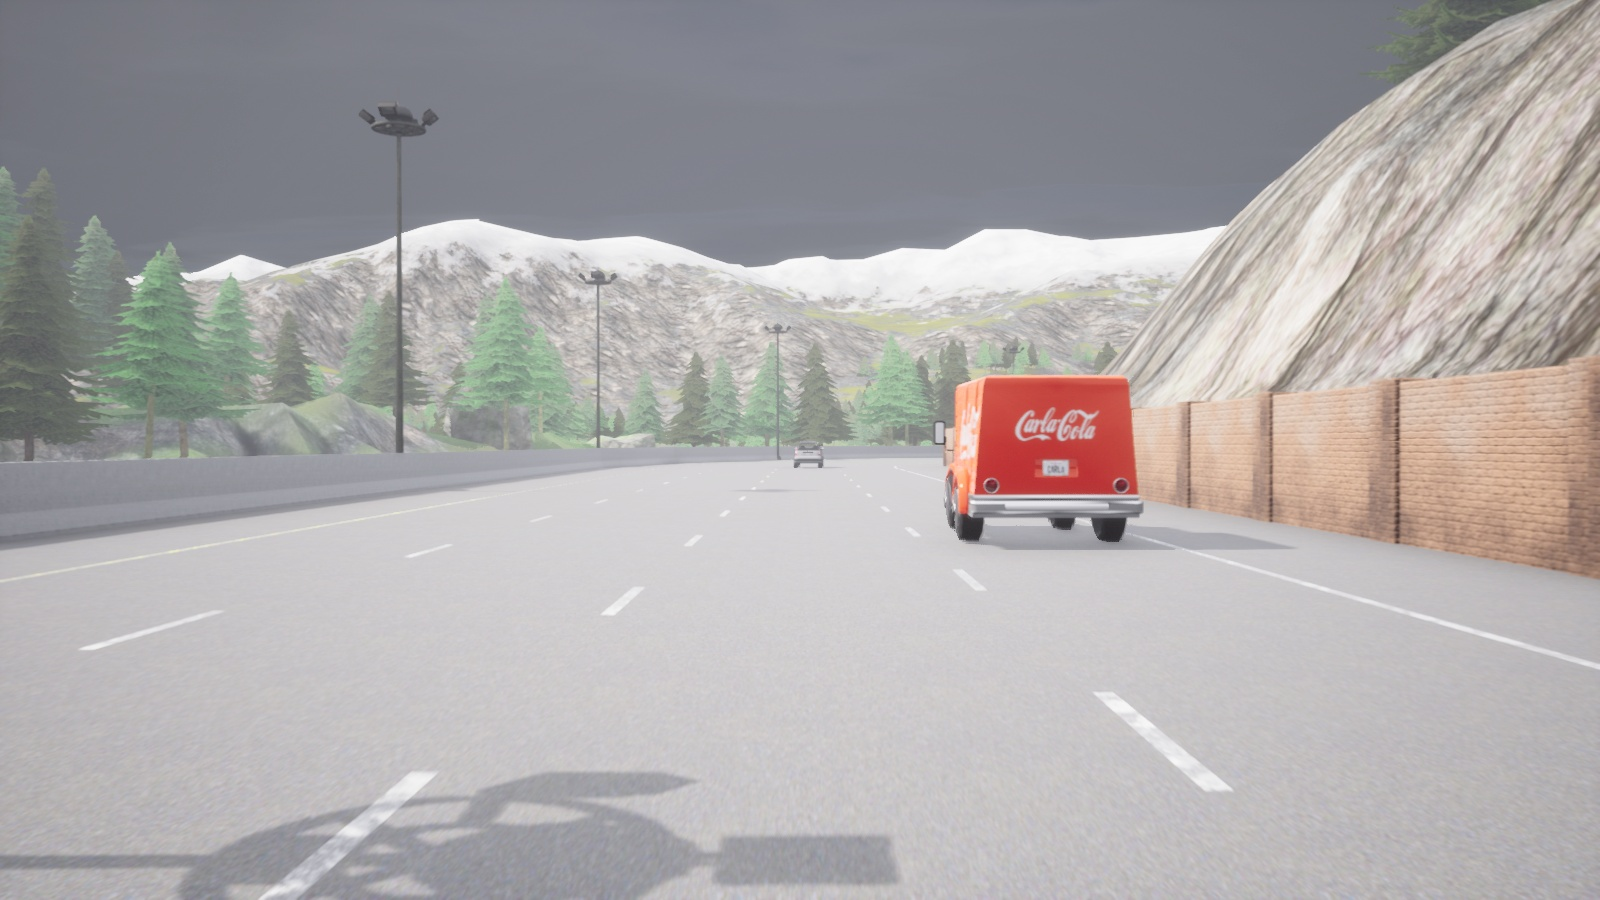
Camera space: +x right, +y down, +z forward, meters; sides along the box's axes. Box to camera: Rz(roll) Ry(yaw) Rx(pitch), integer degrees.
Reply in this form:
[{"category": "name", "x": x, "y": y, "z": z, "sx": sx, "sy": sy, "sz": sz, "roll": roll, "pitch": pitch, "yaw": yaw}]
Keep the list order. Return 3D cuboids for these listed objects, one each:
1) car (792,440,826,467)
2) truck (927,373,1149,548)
[{"category": "car", "x": 0.578, "y": 0.212, "z": 76.802, "sx": 1.851, "sy": 1.617, "sz": 3.988, "roll": 0, "pitch": 0, "yaw": 3}, {"category": "truck", "x": 3.629, "y": 0.145, "z": 20.355, "sx": 2.627, "sy": 2.467, "sz": 5.204, "roll": 0, "pitch": 0, "yaw": 0}]
